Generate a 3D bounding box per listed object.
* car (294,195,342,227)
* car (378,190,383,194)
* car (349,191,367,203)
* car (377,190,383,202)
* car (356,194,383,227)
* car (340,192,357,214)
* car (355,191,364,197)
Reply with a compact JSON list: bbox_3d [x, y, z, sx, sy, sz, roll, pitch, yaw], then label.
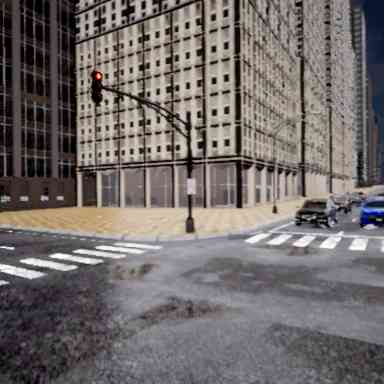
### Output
[{"bbox_3d":[7.548,1.180,20.039,1.837,1.490,4.892,-1,1,31],"label":"car"},{"bbox_3d":[20.863,0.781,36.017,1.812,1.442,4.674,-1,1,31],"label":"car"},{"bbox_3d":[22.624,0.643,45.277,1.812,1.442,4.674,-1,1,31],"label":"car"},{"bbox_3d":[26.702,0.525,45.719,2.128,1.511,4.902,-1,1,31],"label":"car"},{"bbox_3d":[10.773,1.104,19.117,1.882,1.535,5.008,-1,1,30],"label":"car"},{"bbox_3d":[12.231,0.995,27.896,2.128,1.511,4.902,-1,1,31],"label":"car"},{"bbox_3d":[17.507,0.801,36.745,2.128,1.511,4.902,-1,1,31],"label":"car"}]
